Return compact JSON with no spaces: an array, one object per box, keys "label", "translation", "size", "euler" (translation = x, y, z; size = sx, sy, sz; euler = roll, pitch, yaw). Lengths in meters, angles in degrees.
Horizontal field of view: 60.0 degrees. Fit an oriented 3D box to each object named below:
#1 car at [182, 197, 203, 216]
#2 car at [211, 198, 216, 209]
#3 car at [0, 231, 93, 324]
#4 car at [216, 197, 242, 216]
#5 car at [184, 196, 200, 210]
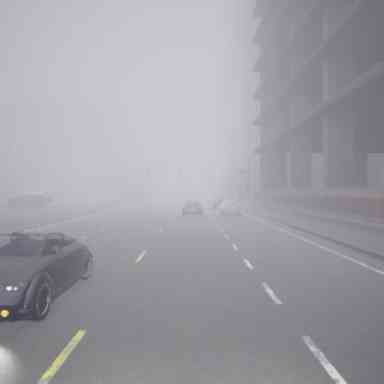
[{"label":"car","translation":[0.047,1.505,31.489],"size":[1.994,1.385,4.181],"euler":[0,0,0]},{"label":"car","translation":[3.549,1.425,42.868],"size":[1.837,1.490,4.892],"euler":[0,1,0]},{"label":"car","translation":[-3.592,1.551,7.098],"size":[1.994,1.385,4.181],"euler":[0,0,0]},{"label":"car","translation":[3.574,1.465,31.932],"size":[1.812,1.442,4.674],"euler":[0,0,0]},{"label":"car","translation":[0.005,1.397,42.907],"size":[1.882,1.535,5.008],"euler":[0,0,0]}]
